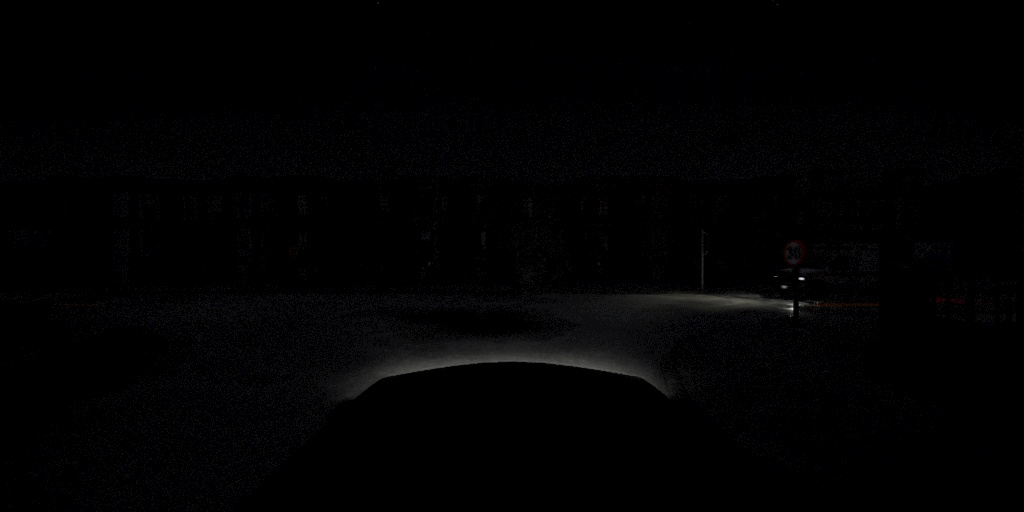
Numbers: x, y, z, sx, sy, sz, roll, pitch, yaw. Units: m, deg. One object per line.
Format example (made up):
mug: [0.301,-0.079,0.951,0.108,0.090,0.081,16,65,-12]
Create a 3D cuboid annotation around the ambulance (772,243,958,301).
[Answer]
ambulance: [15.213,0.668,15.838,6.366,2.431,2.351,0,0,0]
